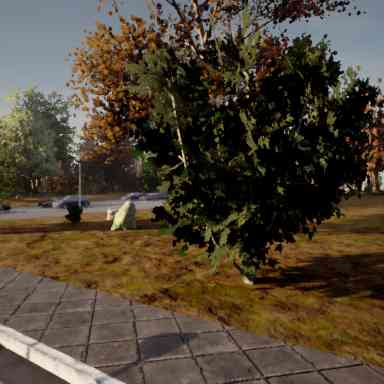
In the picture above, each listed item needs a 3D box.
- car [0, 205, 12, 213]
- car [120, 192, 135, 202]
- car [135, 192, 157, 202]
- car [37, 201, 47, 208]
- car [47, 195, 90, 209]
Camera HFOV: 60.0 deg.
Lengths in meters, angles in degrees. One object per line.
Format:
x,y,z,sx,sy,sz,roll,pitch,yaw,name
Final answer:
-21.777,1.646,34.907,1.895,1.301,4.718,0,1,39,car
-9.746,0.812,55.287,1.812,1.442,4.674,0,3,38,car
-6.178,0.755,54.128,2.033,1.411,5.357,0,3,39,car
-18.000,1.374,45.133,2.033,1.411,5.357,0,2,39,car
-15.500,1.178,42.656,2.097,1.767,4.553,0,2,39,car
